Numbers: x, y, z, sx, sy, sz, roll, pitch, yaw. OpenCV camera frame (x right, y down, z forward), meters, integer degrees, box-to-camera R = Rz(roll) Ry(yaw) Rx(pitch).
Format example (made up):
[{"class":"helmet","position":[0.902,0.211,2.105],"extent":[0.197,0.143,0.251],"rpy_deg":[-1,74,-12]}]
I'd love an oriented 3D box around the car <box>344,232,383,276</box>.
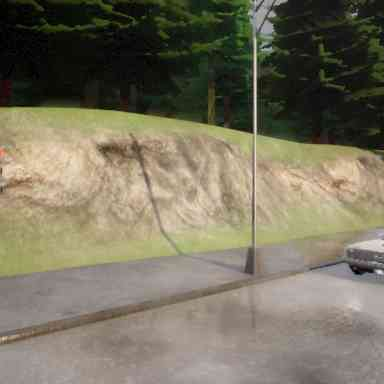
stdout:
[{"class":"car","position":[6.250,1.601,9.237],"extent":[4.718,1.301,1.895],"rpy_deg":[0,0,-36]}]
